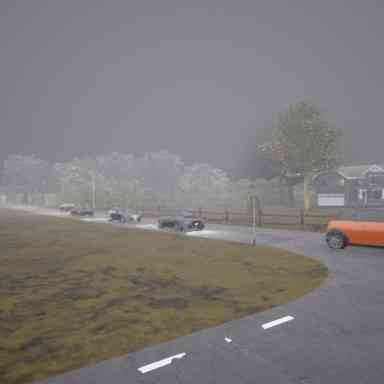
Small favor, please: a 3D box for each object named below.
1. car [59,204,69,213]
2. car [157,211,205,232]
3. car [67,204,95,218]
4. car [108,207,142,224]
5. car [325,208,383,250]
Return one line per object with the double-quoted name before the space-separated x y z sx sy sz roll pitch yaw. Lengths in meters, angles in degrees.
"car" -21.927 2.770 58.690 1.882 1.535 5.008 0 -1 -36
"car" -0.859 2.084 24.551 1.994 1.385 4.181 0 -1 -36
"car" -14.267 2.610 43.128 1.895 1.301 4.718 0 -1 -36
"car" -6.642 2.235 32.546 2.128 1.511 4.902 0 -1 -36
"car" 7.604 1.391 12.834 2.097 1.767 4.553 -1 -2 -36
